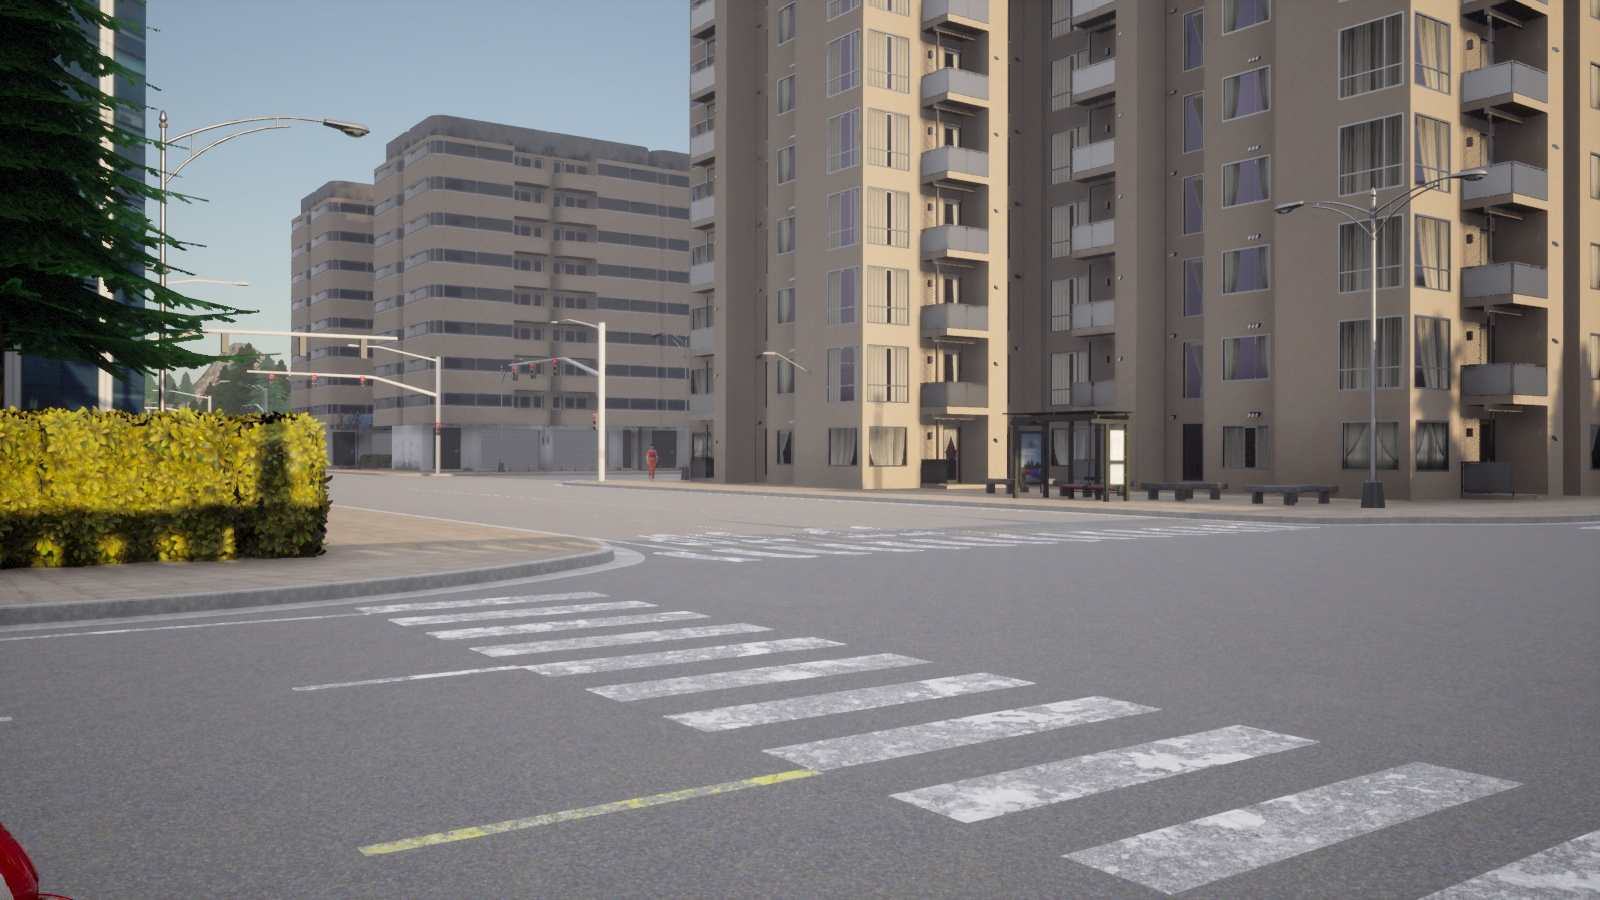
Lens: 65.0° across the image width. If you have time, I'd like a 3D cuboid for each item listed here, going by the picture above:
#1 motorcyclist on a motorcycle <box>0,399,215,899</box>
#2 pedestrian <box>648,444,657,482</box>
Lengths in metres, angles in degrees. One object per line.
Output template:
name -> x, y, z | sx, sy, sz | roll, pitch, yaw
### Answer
motorcyclist on a motorcycle -> -2.100, 0.708, 2.209 | 1.817, 1.590, 0.866 | 0, 0, -35
pedestrian -> -7.150, 0.623, 60.745 | 0.345, 1.836, 0.594 | 0, 0, -14
